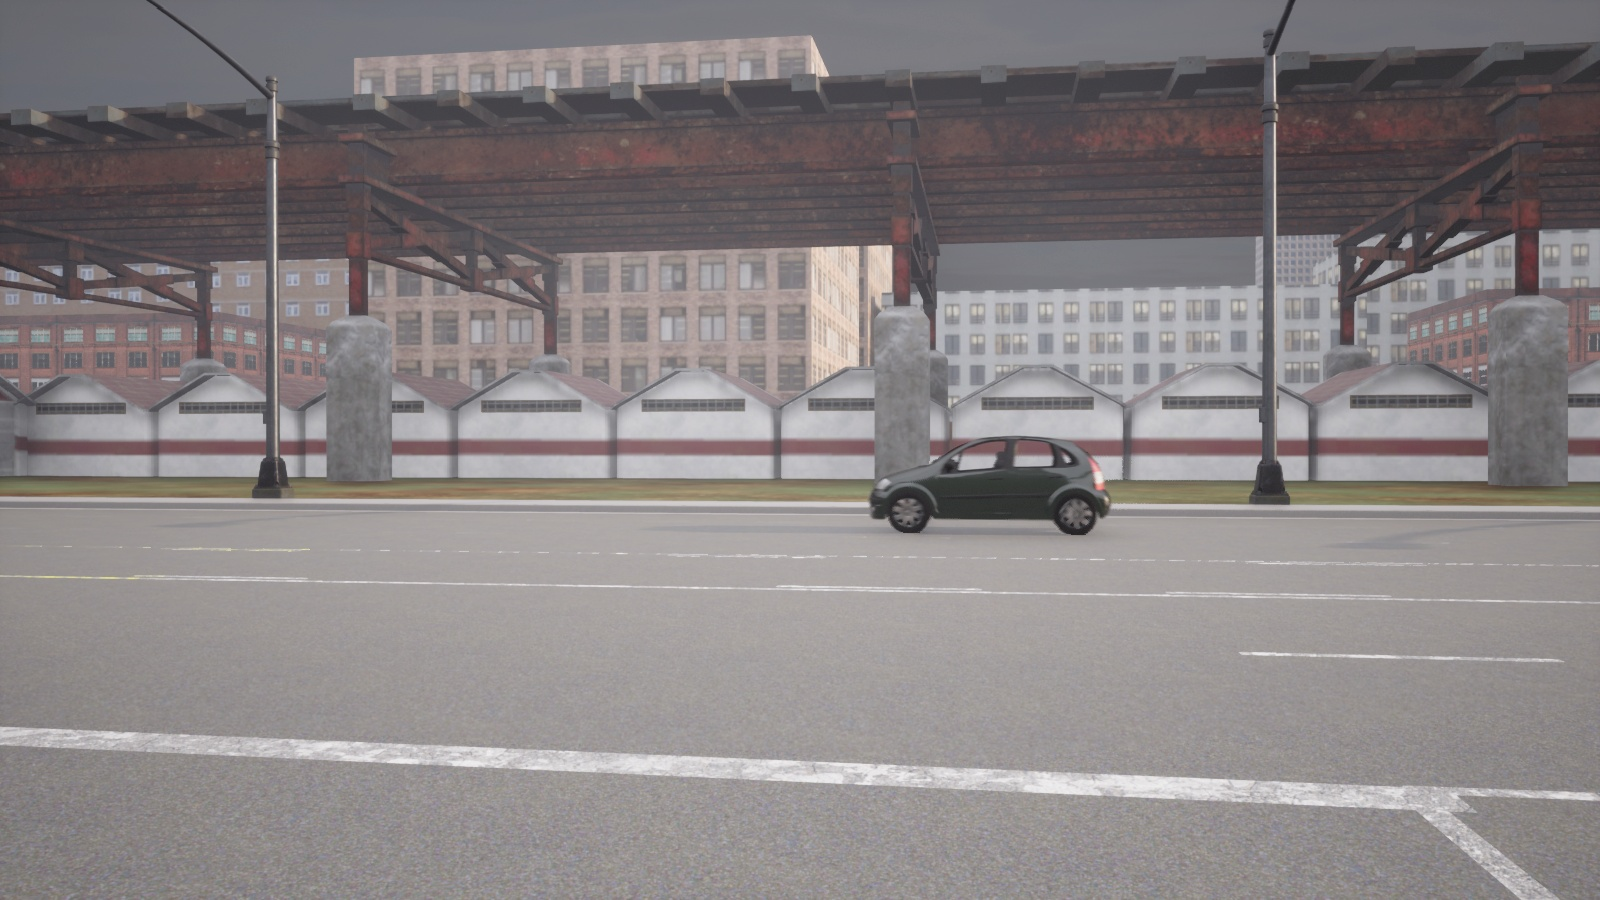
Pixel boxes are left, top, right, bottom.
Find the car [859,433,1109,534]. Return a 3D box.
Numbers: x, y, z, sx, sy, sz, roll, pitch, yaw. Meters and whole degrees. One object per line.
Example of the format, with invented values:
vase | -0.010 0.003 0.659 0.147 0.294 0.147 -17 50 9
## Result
car | 3.082 0.527 21.209 3.988 1.617 1.851 0 0 8
